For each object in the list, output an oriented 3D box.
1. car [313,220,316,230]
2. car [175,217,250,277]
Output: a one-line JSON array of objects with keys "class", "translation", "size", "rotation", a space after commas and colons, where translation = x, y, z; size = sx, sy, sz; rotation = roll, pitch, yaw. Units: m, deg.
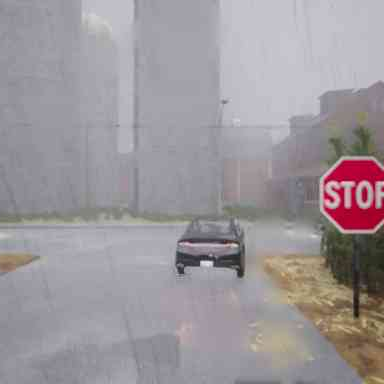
[{"class": "car", "translation": [8.844, 1.597, 18.056], "size": [4.181, 1.385, 1.994], "rotation": [0, 0, 0]}, {"class": "car", "translation": [0.745, 1.511, 10.376], "size": [2.128, 1.511, 4.902], "rotation": [0, 0, 9]}]
